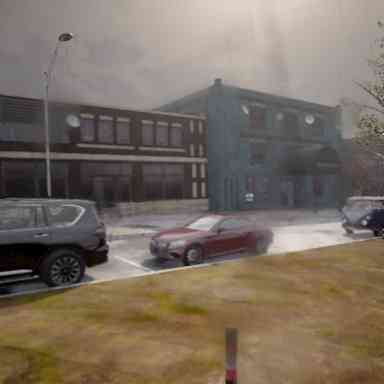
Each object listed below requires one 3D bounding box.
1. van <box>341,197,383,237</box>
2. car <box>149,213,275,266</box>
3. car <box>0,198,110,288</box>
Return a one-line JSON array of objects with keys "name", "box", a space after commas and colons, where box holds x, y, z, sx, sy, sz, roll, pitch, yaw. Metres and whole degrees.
[{"name": "van", "box": [9.751, 1.234, 17.679, 4.442, 1.987, 1.878, 0, 0, -33]}, {"name": "car", "box": [0.833, 1.470, 11.289, 4.674, 1.452, 2.002, 0, 0, -35]}, {"name": "car", "box": [-4.651, 1.175, 7.363, 5.566, 2.045, 2.435, 0, 0, -35]}]
